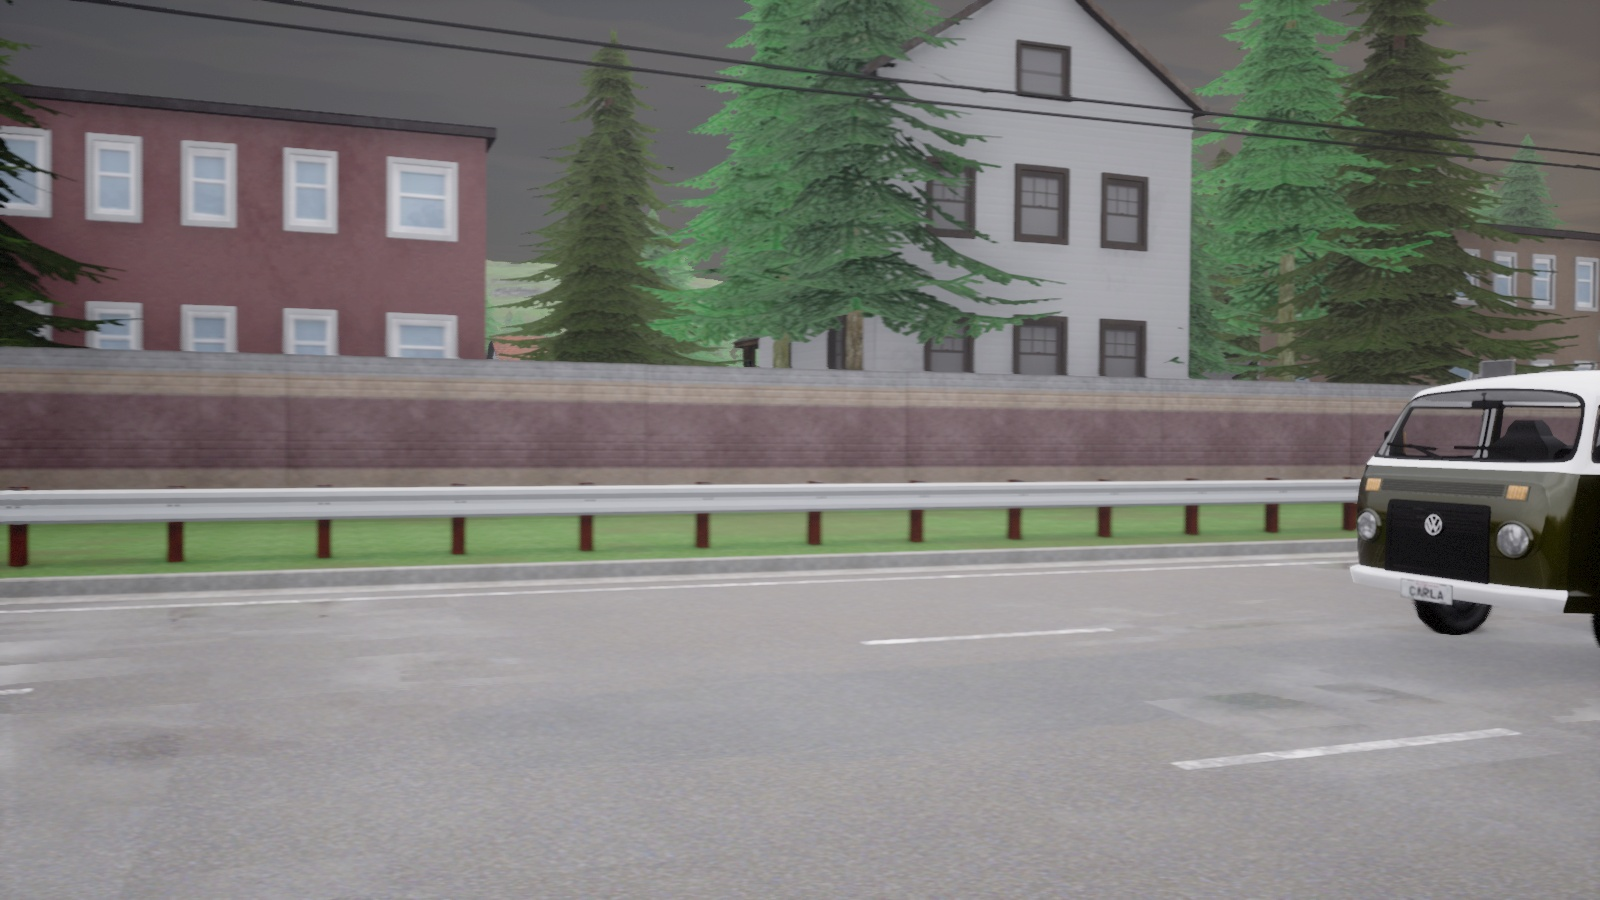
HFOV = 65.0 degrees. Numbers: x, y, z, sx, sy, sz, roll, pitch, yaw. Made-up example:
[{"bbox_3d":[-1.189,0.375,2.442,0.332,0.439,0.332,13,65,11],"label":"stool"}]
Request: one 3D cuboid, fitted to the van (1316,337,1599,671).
[{"bbox_3d":[6.407,0.275,9.411,4.480,2.038,2.069,-1,1,-21],"label":"van"}]
